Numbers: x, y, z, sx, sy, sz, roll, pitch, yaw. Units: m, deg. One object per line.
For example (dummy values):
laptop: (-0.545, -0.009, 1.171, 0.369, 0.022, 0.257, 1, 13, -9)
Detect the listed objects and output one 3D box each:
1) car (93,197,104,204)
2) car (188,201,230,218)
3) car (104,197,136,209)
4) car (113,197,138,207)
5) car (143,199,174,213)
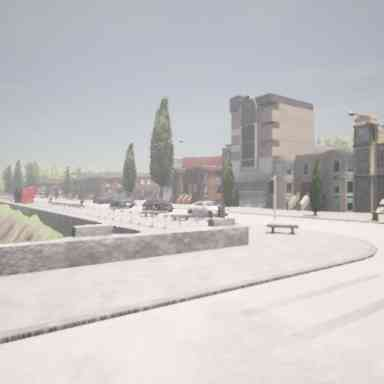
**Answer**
car: (-17.243, 1.584, 63.555, 2.033, 1.411, 5.357, 0, 0, -35)
car: (1.399, 1.556, 30.167, 1.812, 1.442, 4.674, 0, 0, -36)
car: (-9.798, 1.522, 45.895, 2.128, 1.511, 4.902, 0, 0, -35)
car: (-11.058, 1.584, 54.874, 2.033, 1.411, 5.357, 0, 0, -36)
car: (-3.873, 1.535, 37.547, 1.837, 1.490, 4.892, 0, 0, -35)
